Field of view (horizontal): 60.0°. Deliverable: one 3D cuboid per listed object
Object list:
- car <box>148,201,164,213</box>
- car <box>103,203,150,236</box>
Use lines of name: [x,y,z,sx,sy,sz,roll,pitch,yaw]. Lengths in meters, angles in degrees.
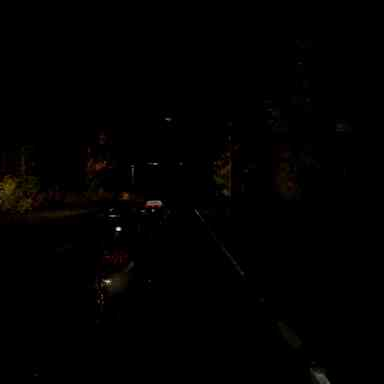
car: [-4.192,1.668,37.487,1.895,1.301,4.718,0,0,-1]
car: [-3.679,1.558,18.723,1.837,1.490,4.892,0,0,-2]
